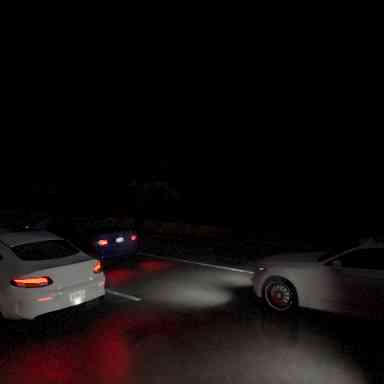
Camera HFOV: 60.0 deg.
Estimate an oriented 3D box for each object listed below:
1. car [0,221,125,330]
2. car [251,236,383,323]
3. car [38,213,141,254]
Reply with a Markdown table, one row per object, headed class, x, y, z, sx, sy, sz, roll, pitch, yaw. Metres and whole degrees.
| class | x | y | z | sx | sy | sz | roll | pitch | yaw |
| --- | --- | --- | --- | --- | --- | --- | --- | --- | --- |
| car | -3.696 | 1.455 | 6.663 | 4.674 | 1.442 | 1.812 | 1 | 1 | 36 |
| car | 3.356 | 1.525 | 5.898 | 4.674 | 1.442 | 1.812 | 0 | 0 | 36 |
| car | -4.169 | 1.430 | 11.322 | 5.357 | 1.411 | 2.033 | 1 | 1 | 36 |
